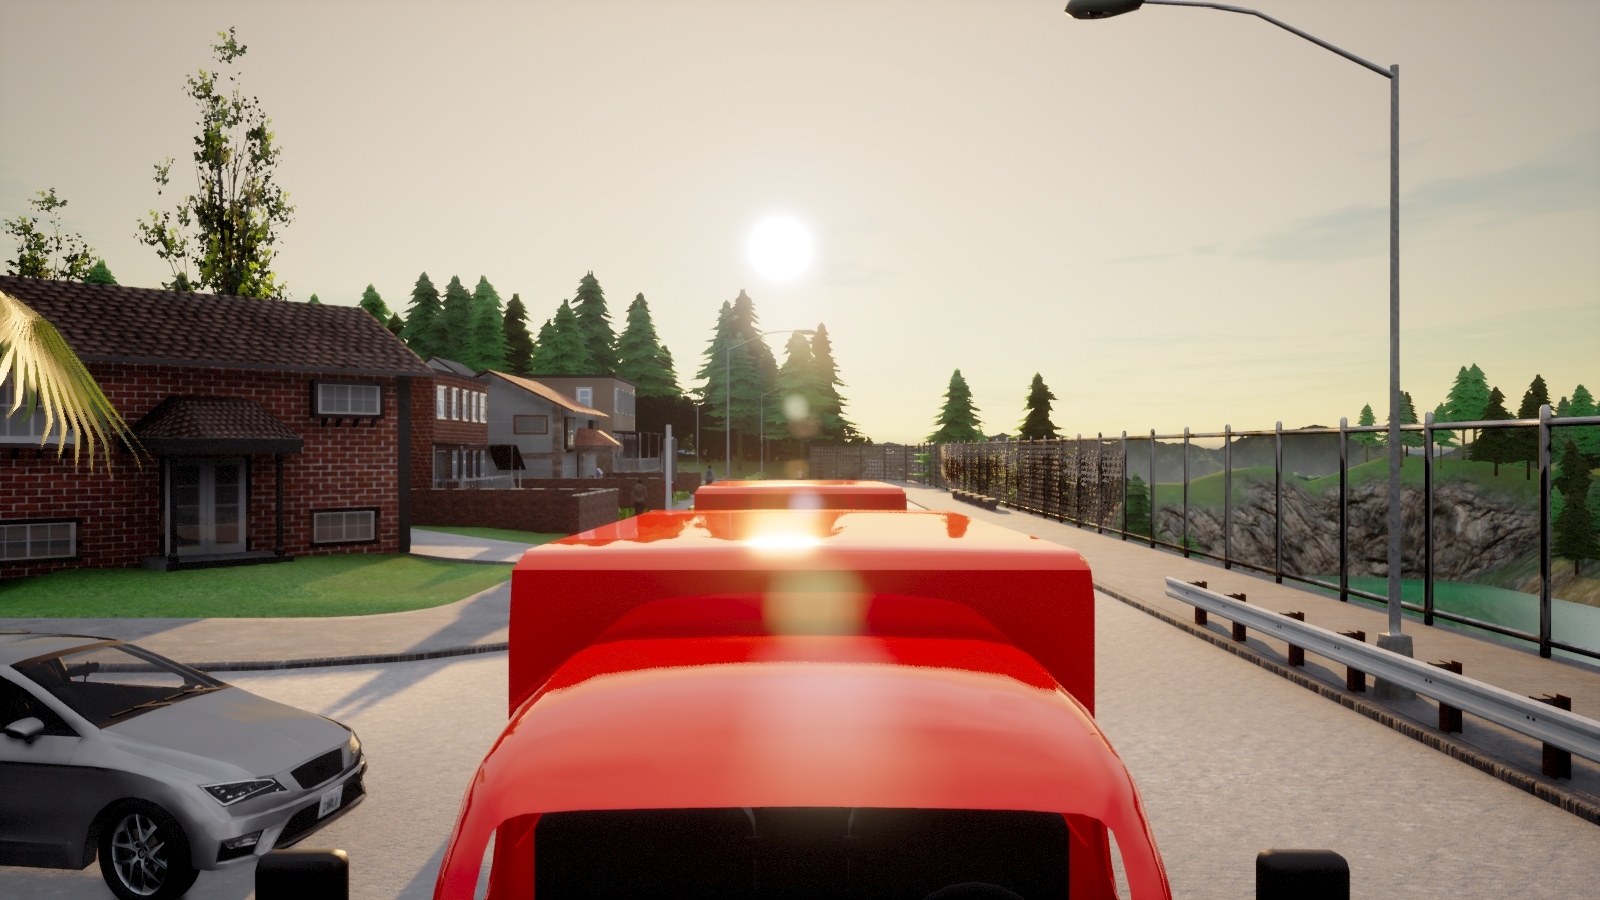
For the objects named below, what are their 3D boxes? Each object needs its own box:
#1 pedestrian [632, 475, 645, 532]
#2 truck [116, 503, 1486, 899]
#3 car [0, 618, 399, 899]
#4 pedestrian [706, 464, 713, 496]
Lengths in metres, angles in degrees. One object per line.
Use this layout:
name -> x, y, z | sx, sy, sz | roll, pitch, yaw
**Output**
pedestrian -> -5.357, 1.761, 37.836 | 0.375, 1.860, 0.375 | 0, 0, 0
truck -> 0.003, 1.571, 4.792 | 2.627, 2.467, 5.204 | 0, 0, 0
car -> -5.218, 2.069, 7.982 | 4.193, 1.474, 1.816 | 0, 0, 8
pedestrian -> -5.294, 1.772, 66.671 | 0.375, 1.860, 0.375 | 0, 0, 0
